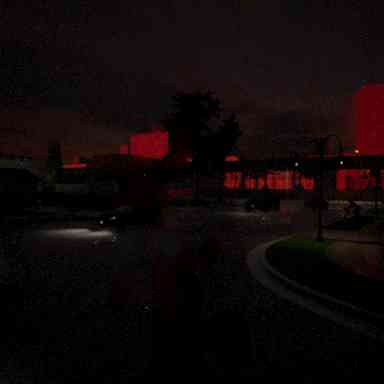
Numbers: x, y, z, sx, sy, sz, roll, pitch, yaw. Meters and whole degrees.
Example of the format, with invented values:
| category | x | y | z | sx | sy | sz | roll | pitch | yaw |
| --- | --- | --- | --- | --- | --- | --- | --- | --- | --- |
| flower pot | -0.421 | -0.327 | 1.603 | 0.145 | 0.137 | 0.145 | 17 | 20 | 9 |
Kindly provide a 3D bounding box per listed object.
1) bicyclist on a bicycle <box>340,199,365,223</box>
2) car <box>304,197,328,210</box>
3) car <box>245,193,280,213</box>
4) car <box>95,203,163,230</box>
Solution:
| category | x | y | z | sx | sy | sz | roll | pitch | yaw |
| --- | --- | --- | --- | --- | --- | --- | --- | --- | --- |
| bicyclist on a bicycle | 11.309 | 1.348 | 23.426 | 1.656 | 1.620 | 0.582 | 1 | 1 | 35 |
| car | 15.349 | 1.415 | 40.955 | 1.882 | 1.535 | 5.008 | 1 | 1 | 35 |
| car | 7.851 | 1.098 | 36.559 | 2.150 | 2.045 | 5.566 | 1 | 0 | 35 |
| car | -3.683 | 1.405 | 20.339 | 1.812 | 1.442 | 4.674 | 1 | 1 | 35 |
